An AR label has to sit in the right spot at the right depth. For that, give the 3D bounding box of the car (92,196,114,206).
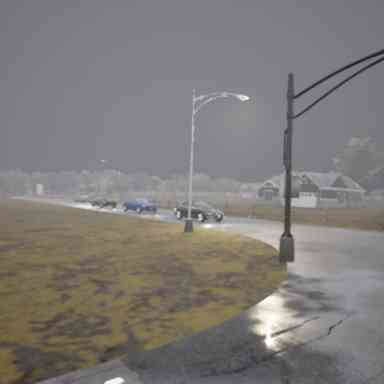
[{"bbox_3d":[-13.877,1.373,51.865,1.994,1.385,4.181,3,-1,-35],"label":"car"}]

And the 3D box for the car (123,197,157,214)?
[{"bbox_3d":[-5.272,1.301,33.467,1.882,1.535,5.008,3,-1,-35],"label":"car"}]

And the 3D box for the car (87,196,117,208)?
[{"bbox_3d":[-11.039,1.338,41.636,1.895,1.301,4.718,3,-1,-35],"label":"car"}]

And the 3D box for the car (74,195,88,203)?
[{"bbox_3d":[-19.652,1.304,60.032,2.033,1.411,5.357,3,-1,-35],"label":"car"}]

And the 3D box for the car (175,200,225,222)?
[{"bbox_3d":[0.499,1.433,25.303,1.837,1.490,4.892,3,-1,-35],"label":"car"}]
